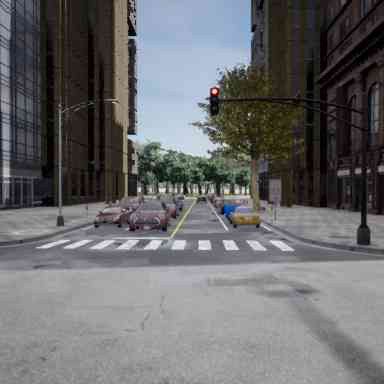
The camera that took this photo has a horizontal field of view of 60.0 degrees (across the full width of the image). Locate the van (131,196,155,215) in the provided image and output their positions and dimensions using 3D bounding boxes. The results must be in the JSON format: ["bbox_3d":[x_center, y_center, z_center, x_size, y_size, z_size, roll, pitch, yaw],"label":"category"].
[{"bbox_3d":[-4.828,1.306,33.283,1.690,1.788,3.998,-1,0,2],"label":"van"}]

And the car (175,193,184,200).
[{"bbox_3d":[-3.293,1.128,90.058,2.192,1.841,5.009,0,0,2],"label":"car"}]

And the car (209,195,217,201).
[{"bbox_3d":[4.925,1.429,78.478,1.802,1.307,4.206,0,0,2],"label":"car"}]

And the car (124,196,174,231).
[{"bbox_3d":[-2.452,1.337,20.183,2.097,1.767,4.553,0,0,0],"label":"car"}]

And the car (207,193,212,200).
[{"bbox_3d":[4.462,1.211,61.446,2.192,1.841,5.009,-1,0,2],"label":"car"}]

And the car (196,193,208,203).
[{"bbox_3d":[1.926,1.389,65.851,1.837,1.490,4.892,0,0,2],"label":"car"}]

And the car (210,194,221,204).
[{"bbox_3d":[4.157,1.471,50.092,1.887,1.381,4.507,-1,0,2],"label":"car"}]

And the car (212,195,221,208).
[{"bbox_3d":[4.008,1.466,44.585,1.752,1.417,4.829,-1,0,2],"label":"car"}]

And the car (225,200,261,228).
[{"bbox_3d":[3.393,1.508,21.875,1.752,1.417,4.829,-1,0,2],"label":"car"}]

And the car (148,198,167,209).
[{"bbox_3d":[-4.519,1.491,44.639,2.008,1.369,4.403,-1,0,2],"label":"car"}]

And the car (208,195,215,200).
[{"bbox_3d":[5.232,1.379,89.832,1.947,1.339,4.313,0,0,2],"label":"car"}]

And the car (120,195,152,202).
[{"bbox_3d":[-4.983,1.290,27.605,2.192,1.841,5.009,-1,0,2],"label":"car"}]

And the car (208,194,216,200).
[{"bbox_3d":[5.082,1.355,84.324,1.752,1.417,4.829,0,0,2],"label":"car"}]

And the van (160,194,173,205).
[{"bbox_3d":[-4.214,1.252,55.993,1.690,1.788,3.998,0,0,2],"label":"van"}]

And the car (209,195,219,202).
[{"bbox_3d":[4.771,1.415,72.800,2.008,1.369,4.403,0,0,2],"label":"car"}]

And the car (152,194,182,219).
[{"bbox_3d":[-2.270,1.324,28.993,2.097,1.767,4.553,0,0,2],"label":"car"}]

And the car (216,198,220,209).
[{"bbox_3d":[3.696,1.531,33.061,1.947,1.339,4.313,-1,0,2],"label":"car"}]

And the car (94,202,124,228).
[{"bbox_3d":[-5.133,1.565,21.927,1.802,1.307,4.206,-1,0,2],"label":"car"}]

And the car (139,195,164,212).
[{"bbox_3d":[-4.675,1.269,38.961,2.192,1.841,5.009,-1,0,2],"label":"car"}]

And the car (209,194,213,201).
[{"bbox_3d":[4.310,1.462,55.769,2.008,1.369,4.403,-1,0,2],"label":"car"}]

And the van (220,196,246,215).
[{"bbox_3d":[3.540,1.316,27.383,1.690,1.788,3.998,-1,0,2],"label":"van"}]

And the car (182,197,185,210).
[{"bbox_3d":[-1.993,1.554,39.109,1.895,1.301,4.718,0,0,2],"label":"car"}]

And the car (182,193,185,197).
[{"bbox_3d":[-3.444,1.375,84.381,1.887,1.381,4.507,0,0,2],"label":"car"}]
